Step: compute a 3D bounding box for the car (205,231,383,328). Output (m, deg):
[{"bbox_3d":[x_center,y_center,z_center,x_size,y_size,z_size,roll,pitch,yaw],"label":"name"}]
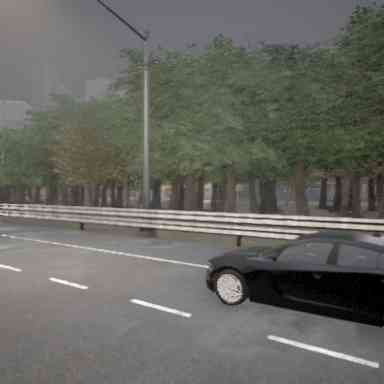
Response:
[{"bbox_3d":[2.575,1.496,6.332,5.008,1.535,1.882,0,0,35],"label":"car"}]
